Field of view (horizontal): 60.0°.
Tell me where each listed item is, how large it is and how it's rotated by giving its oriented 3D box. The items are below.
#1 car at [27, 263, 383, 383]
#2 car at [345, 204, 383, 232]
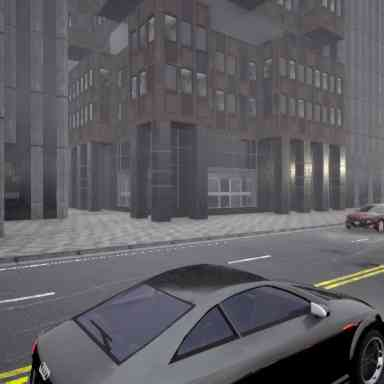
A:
[{"bbox_3d":[0.451,1.563,3.800,4.181,1.385,1.994,0,0,-36],"label":"car"},{"bbox_3d":[11.218,1.470,20.085,5.008,1.535,1.882,0,0,-36],"label":"car"}]
